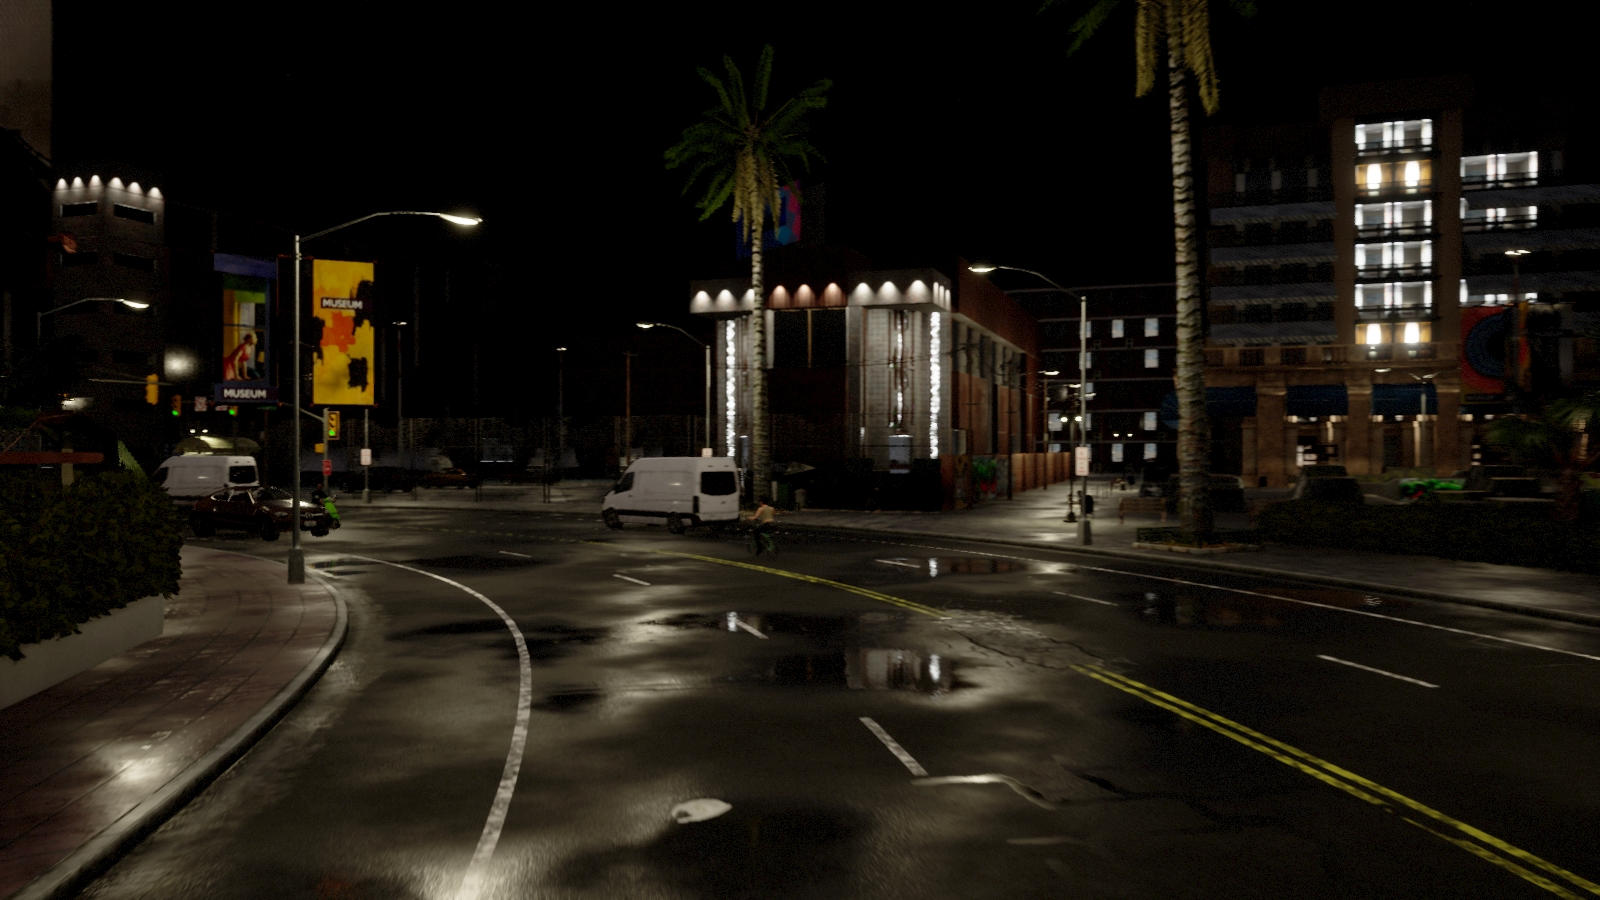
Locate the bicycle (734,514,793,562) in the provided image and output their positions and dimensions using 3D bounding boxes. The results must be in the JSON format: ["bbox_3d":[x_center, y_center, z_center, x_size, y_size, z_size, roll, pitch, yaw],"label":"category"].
[{"bbox_3d":[-0.954,2.257,29.585,0.859,1.080,1.487,-1,1,-32],"label":"bicycle"}]

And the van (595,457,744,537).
[{"bbox_3d":[-4.639,1.538,39.826,1.988,2.561,5.915,0,0,-43],"label":"van"}]

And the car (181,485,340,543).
[{"bbox_3d":[-17.443,2.005,36.886,5.027,1.651,2.152,0,0,30],"label":"car"}]
